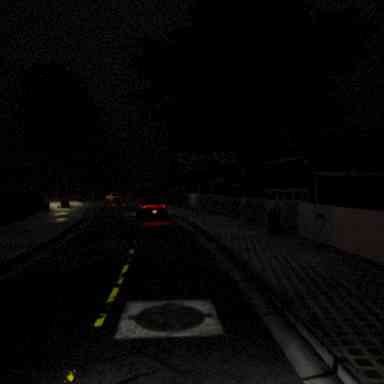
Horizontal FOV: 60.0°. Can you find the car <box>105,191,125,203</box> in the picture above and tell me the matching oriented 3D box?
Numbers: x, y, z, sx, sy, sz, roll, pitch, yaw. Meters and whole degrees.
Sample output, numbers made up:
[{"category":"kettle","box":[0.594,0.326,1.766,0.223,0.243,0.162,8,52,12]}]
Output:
[{"category":"car","box":[-10.703,0.673,45.928,1.801,1.575,5.366,0,1,-25]}]

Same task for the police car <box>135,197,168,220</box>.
[{"category":"police car","box":[-3.043,1.117,24.403,2.038,1.542,4.974,0,1,-14]}]
